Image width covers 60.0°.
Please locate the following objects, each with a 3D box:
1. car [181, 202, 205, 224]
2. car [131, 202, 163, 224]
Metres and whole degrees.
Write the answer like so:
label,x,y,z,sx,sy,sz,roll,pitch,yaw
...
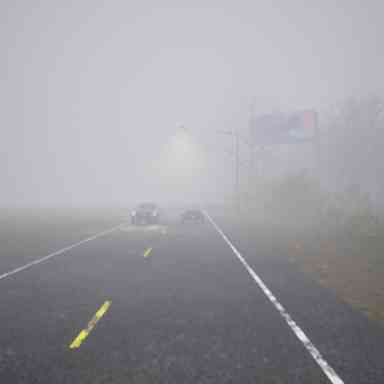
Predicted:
label,x,y,z,sx,sy,sz,roll,pitch,yaw
car,0.082,1.798,27.633,1.812,1.442,4.674,0,-1,0
car,-3.568,1.616,26.911,2.097,1.767,4.553,0,0,0
